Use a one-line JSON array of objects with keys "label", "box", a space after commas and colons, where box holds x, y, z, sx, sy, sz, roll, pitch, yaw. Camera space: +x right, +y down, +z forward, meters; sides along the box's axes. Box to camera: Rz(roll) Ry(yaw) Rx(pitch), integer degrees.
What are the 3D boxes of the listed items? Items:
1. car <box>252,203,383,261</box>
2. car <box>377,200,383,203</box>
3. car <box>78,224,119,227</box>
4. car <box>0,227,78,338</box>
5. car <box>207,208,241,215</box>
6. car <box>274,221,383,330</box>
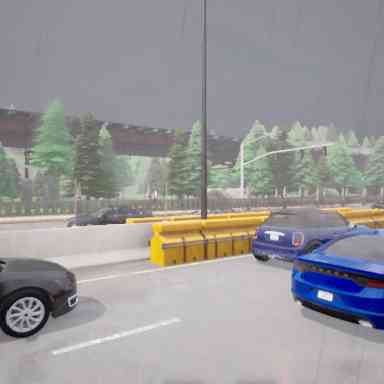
[{"label": "car", "box": [4.147, 1.352, 11.008, 4.553, 1.767, 2.097, 0, 0, -36]}, {"label": "car", "box": [21.451, 1.561, 36.507, 4.181, 1.385, 1.994, 0, 0, -35]}, {"label": "car", "box": [-4.375, 1.506, 18.072, 4.892, 1.490, 1.837, 0, 0, -36]}, {"label": "car", "box": [-4.273, 1.505, 4.998, 4.892, 1.490, 1.837, 0, 0, -35]}, {"label": "car", "box": [1.104, 1.547, 17.682, 5.357, 1.411, 2.033, 0, 0, -36]}, {"label": "car", "box": [4.108, 1.477, 6.681, 5.008, 1.535, 1.882, 0, 0, -36]}]
